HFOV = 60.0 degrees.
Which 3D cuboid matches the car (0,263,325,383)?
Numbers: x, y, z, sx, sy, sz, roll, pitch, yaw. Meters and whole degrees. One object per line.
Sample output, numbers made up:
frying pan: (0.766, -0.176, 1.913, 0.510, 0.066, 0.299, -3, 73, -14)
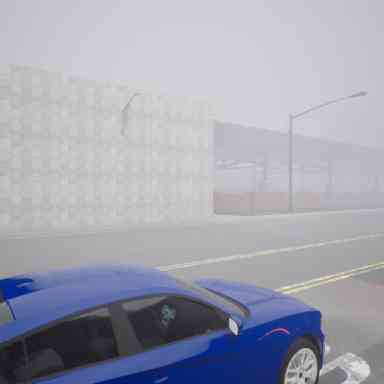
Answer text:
car: (-0.712, 1.478, 3.242, 5.008, 1.535, 1.882, 0, 0, -36)
